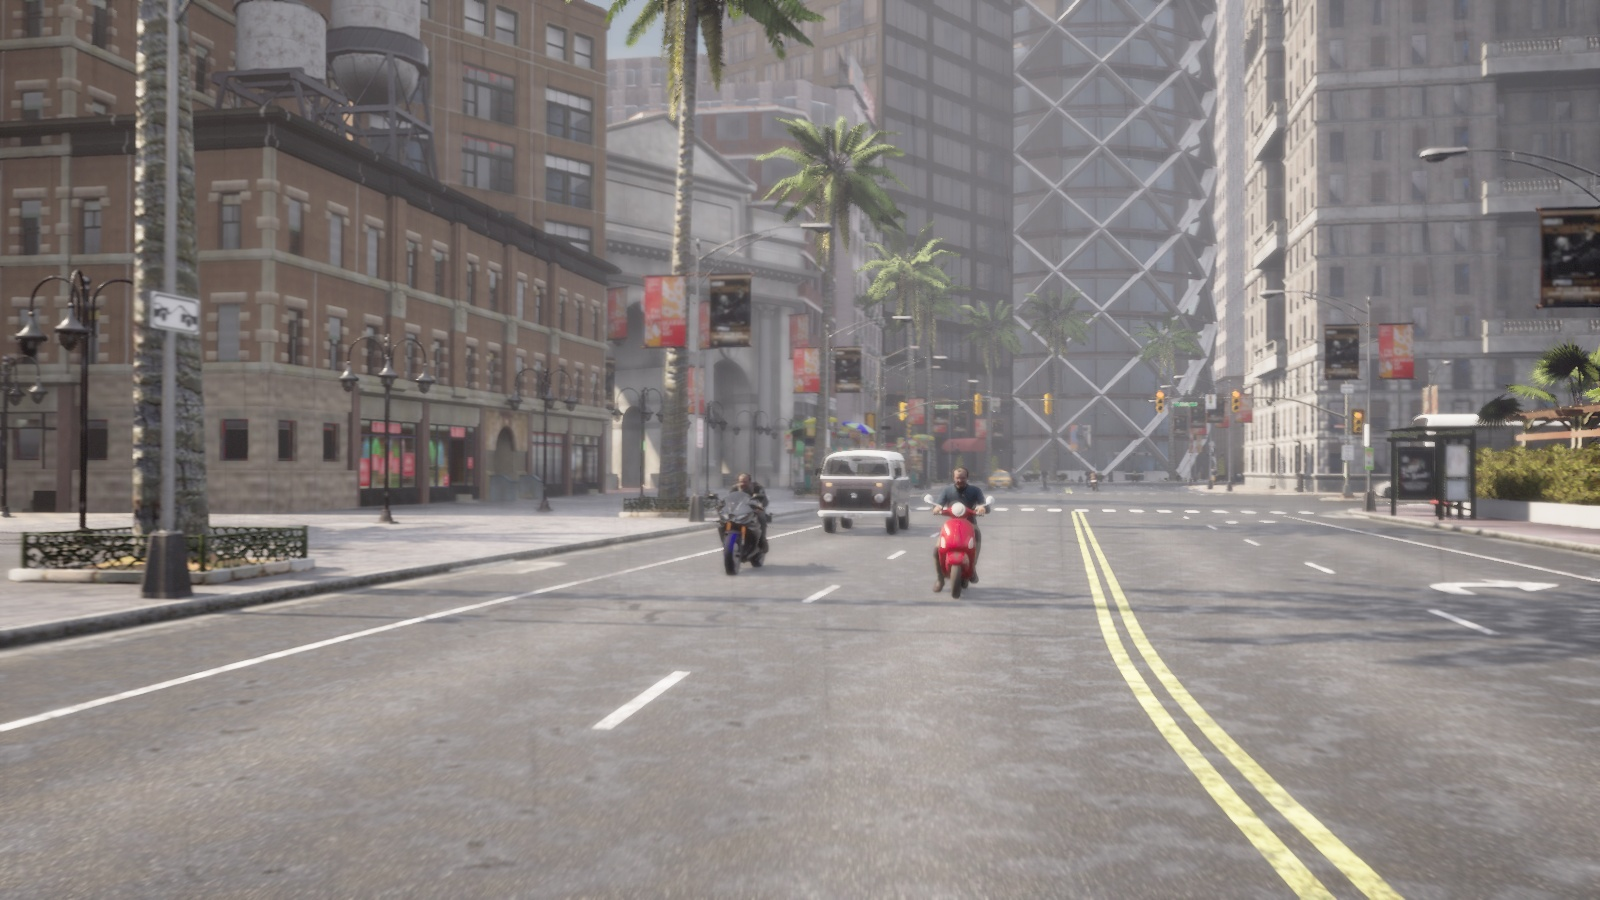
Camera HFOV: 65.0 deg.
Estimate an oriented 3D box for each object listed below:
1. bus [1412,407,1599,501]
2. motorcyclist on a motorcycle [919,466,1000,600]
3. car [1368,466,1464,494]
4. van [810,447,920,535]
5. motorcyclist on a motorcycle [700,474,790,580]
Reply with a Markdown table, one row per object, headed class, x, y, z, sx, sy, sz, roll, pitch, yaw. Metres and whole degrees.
| class | x | y | z | sx | sy | sz | roll | pitch | yaw |
| --- | --- | --- | --- | --- | --- | --- | --- | --- | --- |
| bus | 34.801 | 0.200 | 58.838 | 10.273 | 4.253 | 3.944 | 0 | -1 | 11 |
| motorcyclist on a motorcycle | 2.045 | 0.996 | 15.885 | 0.866 | 1.590 | 1.817 | 0 | -1 | 12 |
| car | 34.578 | 1.695 | 70.632 | 4.514 | 1.525 | 2.007 | 0 | -1 | 13 |
| van | 1.703 | 1.002 | 31.285 | 2.069 | 2.038 | 4.480 | 0 | -1 | 11 |
| motorcyclist on a motorcycle | -0.808 | 1.139 | 19.339 | 0.866 | 1.530 | 2.191 | 0 | -1 | 12 |
